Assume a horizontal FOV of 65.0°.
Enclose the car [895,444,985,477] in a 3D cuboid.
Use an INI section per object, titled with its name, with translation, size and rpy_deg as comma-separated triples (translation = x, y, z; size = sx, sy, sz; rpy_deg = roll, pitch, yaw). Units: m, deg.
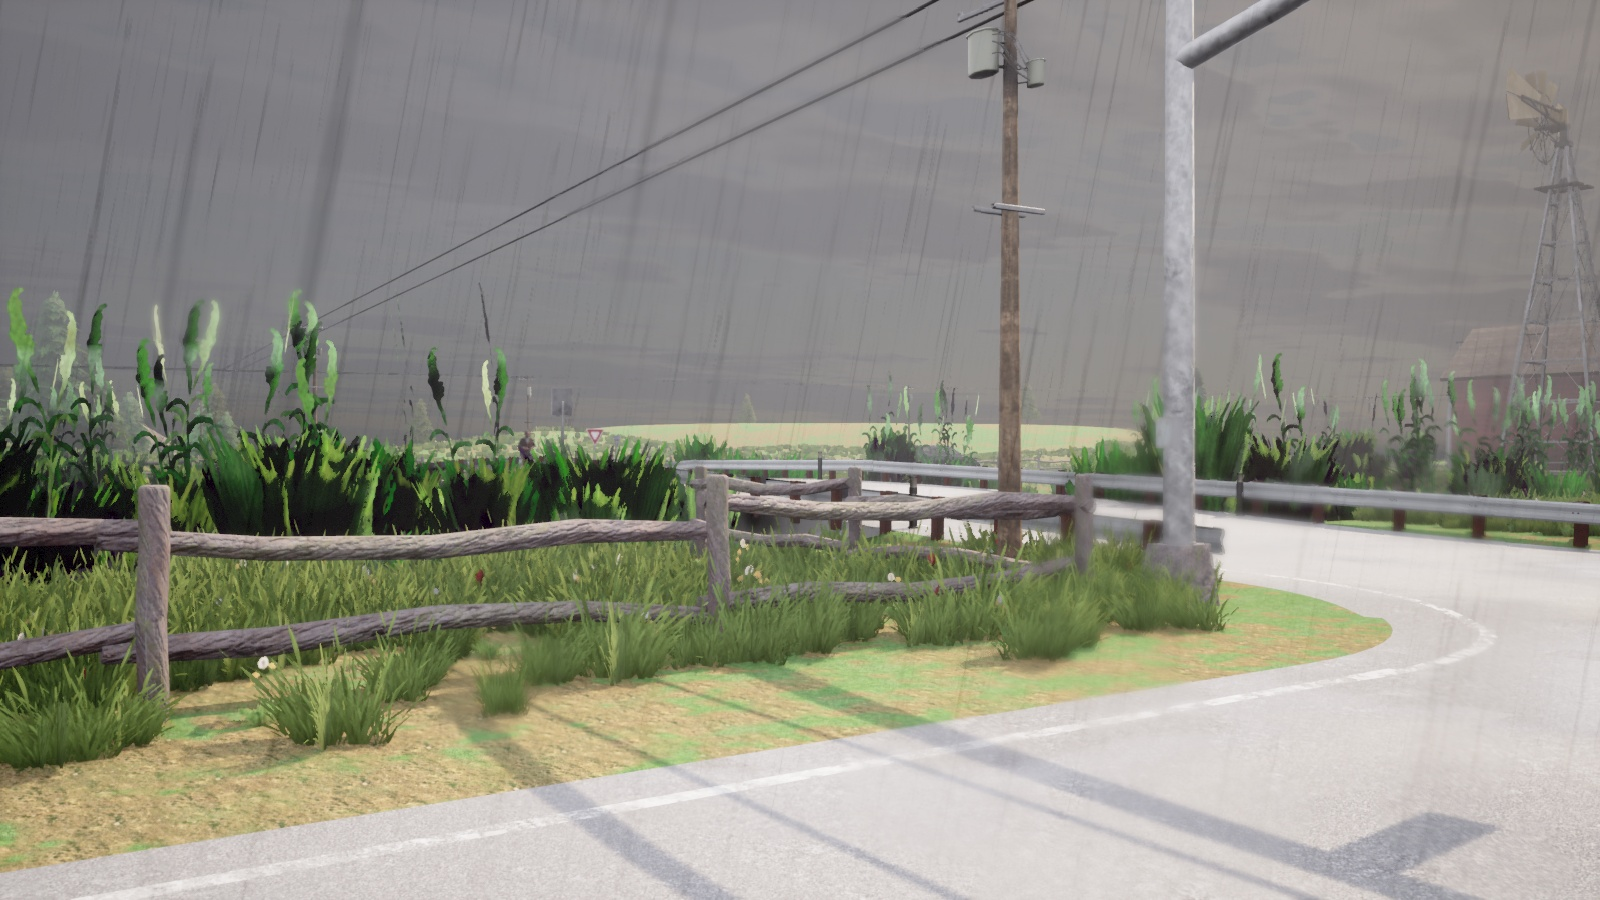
[car]
translation = 8.979, 0.676, 80.195
size = 5.566, 2.045, 2.150
rpy_deg = 0, 0, -32
